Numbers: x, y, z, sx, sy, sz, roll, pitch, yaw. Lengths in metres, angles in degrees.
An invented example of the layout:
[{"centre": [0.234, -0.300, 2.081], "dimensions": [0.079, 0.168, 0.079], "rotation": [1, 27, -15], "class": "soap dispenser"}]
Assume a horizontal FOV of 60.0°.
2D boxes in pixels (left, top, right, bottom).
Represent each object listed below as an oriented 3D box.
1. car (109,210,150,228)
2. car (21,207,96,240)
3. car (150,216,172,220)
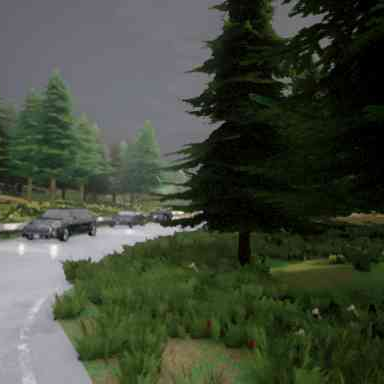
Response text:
[{"centre": [-5.321, 2.210, 27.840], "dimensions": [1.812, 1.442, 4.674], "rotation": [1, -2, 9], "class": "car"}, {"centre": [-6.993, 1.617, 17.995], "dimensions": [2.097, 1.767, 4.553], "rotation": [1, -2, 10], "class": "car"}, {"centre": [-3.575, 2.612, 38.076], "dimensions": [2.128, 1.511, 4.902], "rotation": [1, -2, 10], "class": "car"}]
